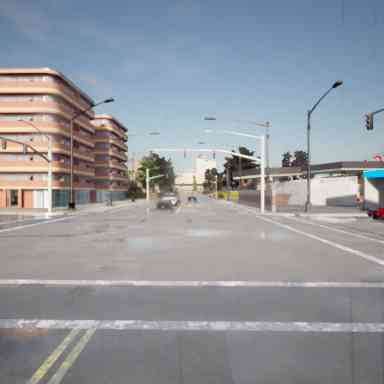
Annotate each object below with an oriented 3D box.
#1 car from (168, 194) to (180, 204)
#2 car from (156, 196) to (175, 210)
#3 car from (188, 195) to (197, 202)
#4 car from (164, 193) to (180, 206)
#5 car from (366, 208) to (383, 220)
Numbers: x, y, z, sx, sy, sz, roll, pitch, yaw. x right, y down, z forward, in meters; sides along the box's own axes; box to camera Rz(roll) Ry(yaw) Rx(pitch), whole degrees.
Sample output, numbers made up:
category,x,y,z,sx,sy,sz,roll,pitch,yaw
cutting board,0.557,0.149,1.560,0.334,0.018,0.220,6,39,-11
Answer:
category,x,y,z,sx,sy,sz,roll,pitch,yaw
car,-3.495,1.348,66.326,2.097,1.767,4.553,0,0,0
car,-3.575,1.599,43.233,1.895,1.301,4.718,0,0,0
car,0.039,1.335,70.762,1.812,1.442,4.674,0,0,0
car,-3.563,1.219,53.256,2.150,2.045,5.566,0,0,0
car,16.549,1.599,26.377,4.718,1.301,1.895,0,0,1
